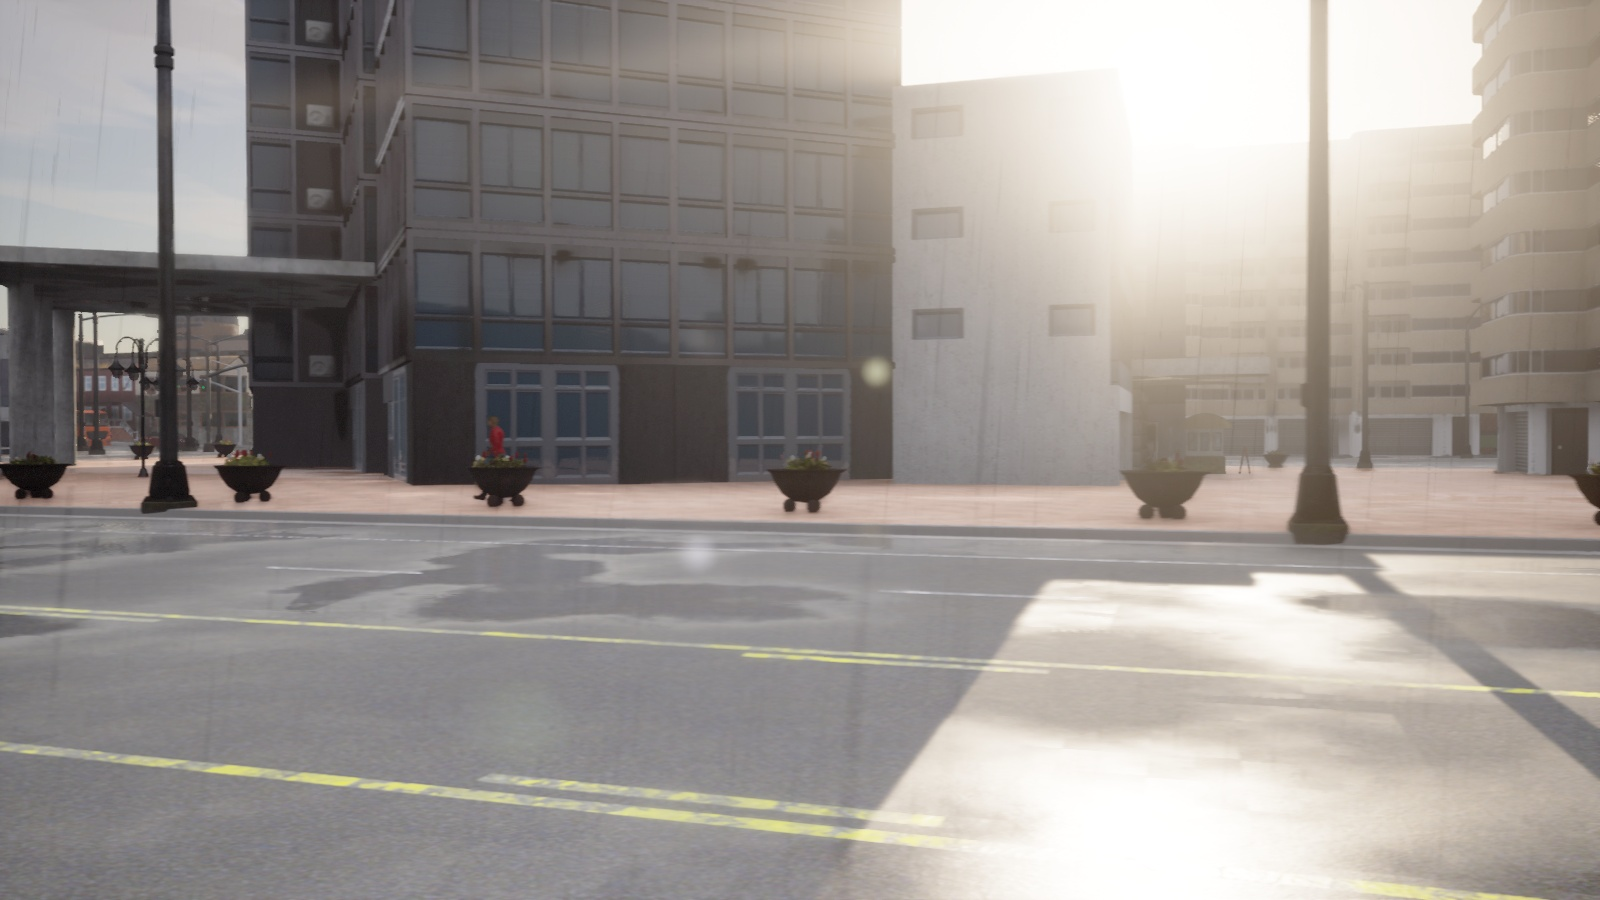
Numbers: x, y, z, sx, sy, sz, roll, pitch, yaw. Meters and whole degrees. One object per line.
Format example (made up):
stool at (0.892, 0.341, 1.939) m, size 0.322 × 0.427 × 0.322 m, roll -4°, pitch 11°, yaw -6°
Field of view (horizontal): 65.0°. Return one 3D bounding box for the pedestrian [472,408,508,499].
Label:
pedestrian at (-6.365, 0.073, 25.760) m, size 0.636 × 1.846 × 0.331 m, roll 0°, pitch 1°, yaw 15°
